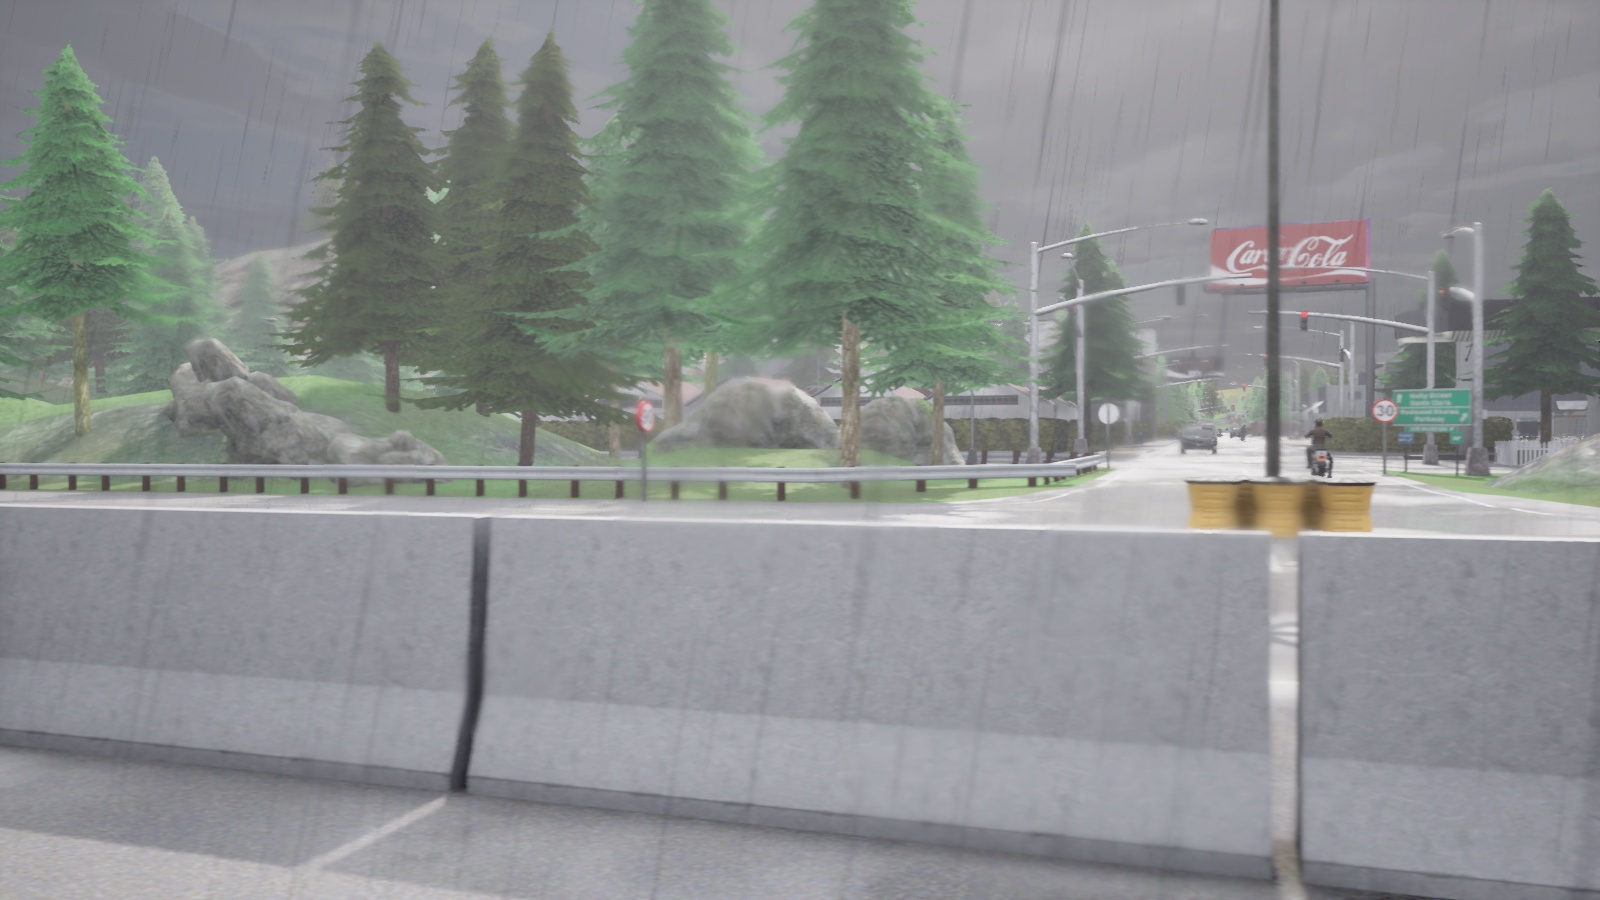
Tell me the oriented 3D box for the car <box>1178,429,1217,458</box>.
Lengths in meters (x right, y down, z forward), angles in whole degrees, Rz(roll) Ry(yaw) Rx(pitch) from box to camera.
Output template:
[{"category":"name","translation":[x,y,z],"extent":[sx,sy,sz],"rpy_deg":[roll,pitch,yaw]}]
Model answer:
[{"category":"car","translation":[21.362,-0.349,67.396],"extent":[1.837,1.490,4.892],"rpy_deg":[2,1,19]}]

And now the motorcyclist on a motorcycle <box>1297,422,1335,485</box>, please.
[{"category":"motorcyclist on a motorcycle","translation":[14.048,0.086,34.229],"extent":[0.766,1.649,2.350],"rpy_deg":[1,1,18]}]
